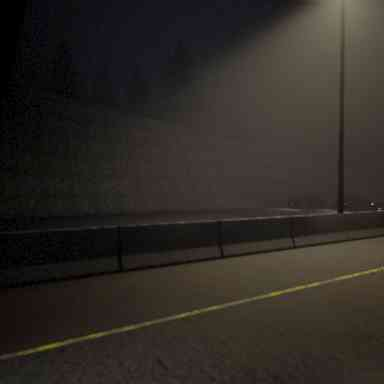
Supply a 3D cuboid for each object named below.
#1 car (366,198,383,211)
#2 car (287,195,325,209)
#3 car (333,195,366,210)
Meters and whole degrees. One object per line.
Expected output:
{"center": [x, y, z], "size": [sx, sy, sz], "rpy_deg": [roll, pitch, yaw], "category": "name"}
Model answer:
{"center": [19.883, 1.275, 33.108], "size": [4.718, 1.301, 1.895], "rpy_deg": [0, 1, -32], "category": "car"}
{"center": [12.677, 1.089, 36.866], "size": [4.892, 1.490, 1.837], "rpy_deg": [0, 1, -32], "category": "car"}
{"center": [17.074, 1.134, 35.480], "size": [4.892, 1.490, 1.837], "rpy_deg": [1, 1, -32], "category": "car"}
